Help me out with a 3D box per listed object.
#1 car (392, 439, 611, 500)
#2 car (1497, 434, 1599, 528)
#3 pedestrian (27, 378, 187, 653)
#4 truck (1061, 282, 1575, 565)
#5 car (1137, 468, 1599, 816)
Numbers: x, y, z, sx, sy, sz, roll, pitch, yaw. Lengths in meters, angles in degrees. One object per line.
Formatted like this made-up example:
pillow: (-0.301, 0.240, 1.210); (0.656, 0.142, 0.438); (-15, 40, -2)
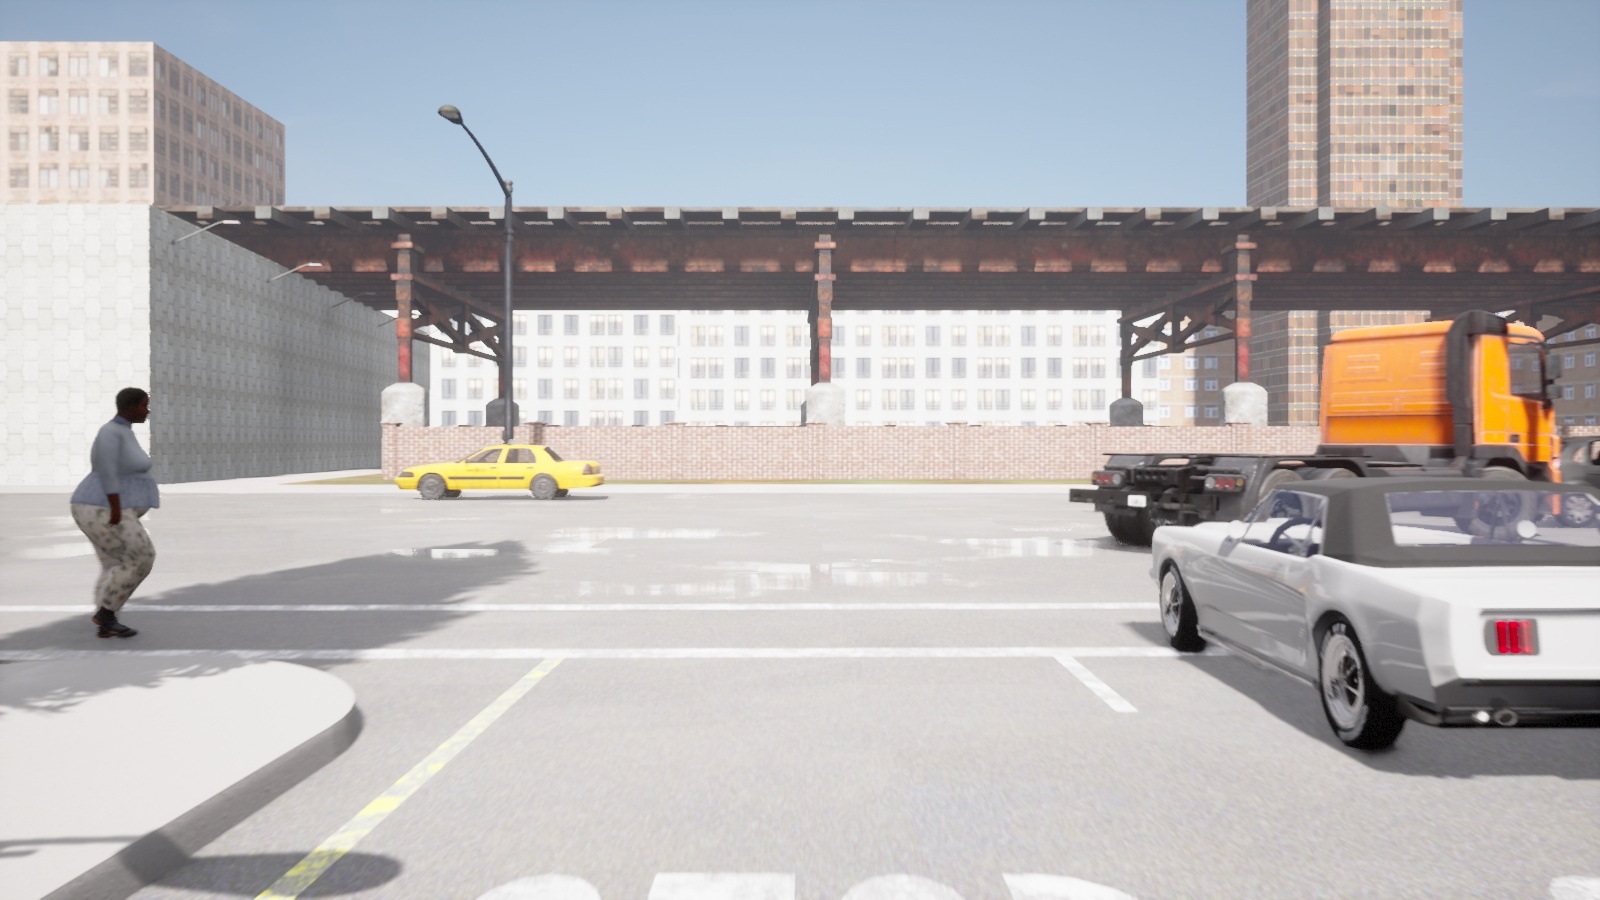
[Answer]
car: (-7.839, 0.492, 33.289); (5.366, 1.575, 1.801); (0, 0, 1)
car: (14.973, 0.528, 22.450); (3.988, 1.617, 1.851); (0, 0, 1)
pedestrian: (-4.949, 0.437, 9.029); (0.900, 1.855, 0.874); (0, 0, -22)
truck: (7.871, -0.336, 18.674); (7.936, 3.462, 2.891); (0, 1, -31)
car: (3.558, 0.808, 7.406); (1.895, 1.301, 4.718); (0, 0, 0)
